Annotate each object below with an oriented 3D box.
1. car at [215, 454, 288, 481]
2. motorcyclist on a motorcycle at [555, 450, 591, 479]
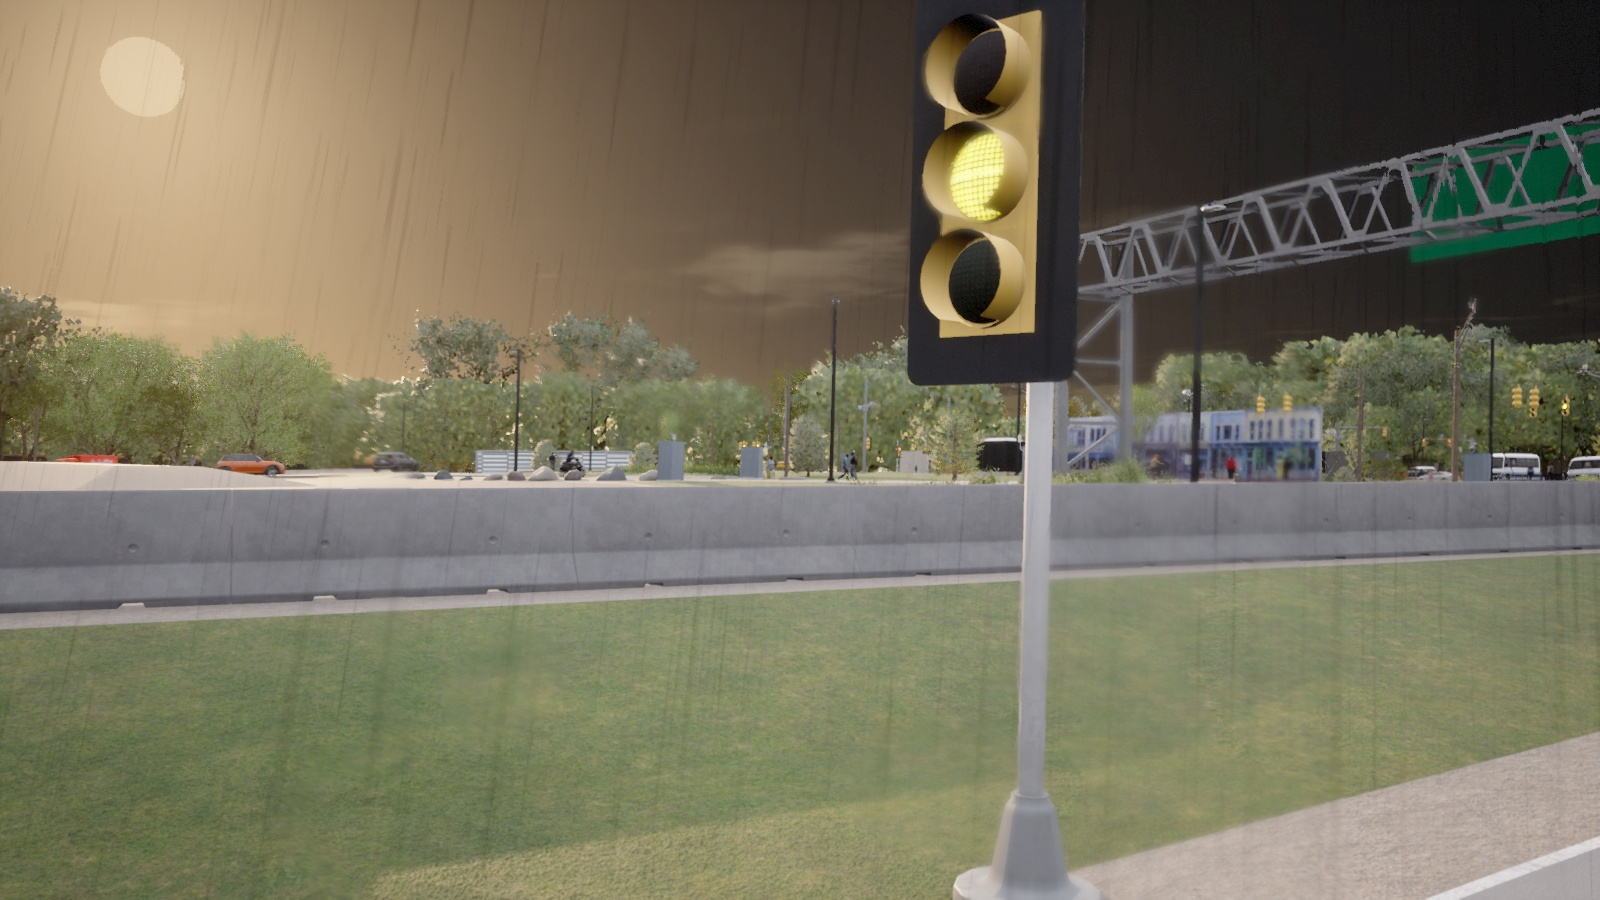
[{"bbox_3d":[-38.114,1.215,87.300,4.553,1.767,2.097,-1,0,-26],"label":"car"},{"bbox_3d":[-12.641,0.814,70.005,1.817,1.590,0.866,0,-2,25],"label":"motorcyclist on a motorcycle"}]
